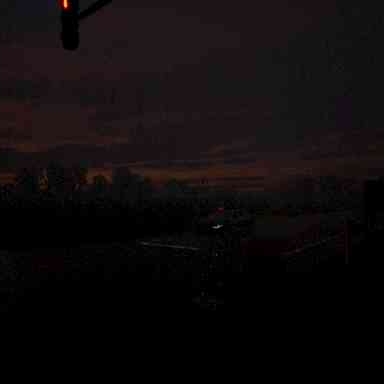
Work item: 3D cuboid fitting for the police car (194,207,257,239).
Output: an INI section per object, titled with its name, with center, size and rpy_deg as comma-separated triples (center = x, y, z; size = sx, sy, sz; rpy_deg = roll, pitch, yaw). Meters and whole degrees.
[police car]
center = 1.982, 1.694, 19.245
size = 1.930, 1.638, 5.238
rpy_deg = -1, -2, 36
